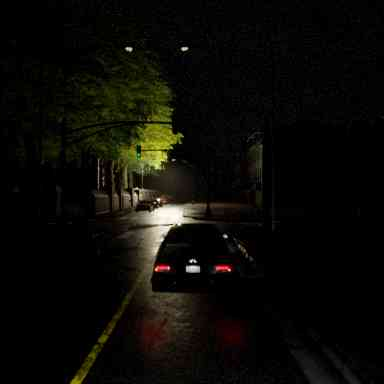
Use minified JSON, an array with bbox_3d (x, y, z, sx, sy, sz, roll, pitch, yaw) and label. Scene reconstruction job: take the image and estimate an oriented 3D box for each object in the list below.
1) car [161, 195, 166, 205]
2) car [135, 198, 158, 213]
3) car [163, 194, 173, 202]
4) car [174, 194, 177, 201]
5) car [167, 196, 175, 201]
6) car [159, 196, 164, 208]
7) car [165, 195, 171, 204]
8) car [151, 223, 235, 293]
[{"bbox_3d":[-5.434,1.626,50.747,1.947,1.339,4.313,1,0,0],"label":"car"},{"bbox_3d":[-5.398,1.587,38.161,2.008,1.369,4.403,1,0,0],"label":"car"},{"bbox_3d":[-5.512,1.425,67.098,2.192,1.841,5.009,1,0,0],"label":"car"},{"bbox_3d":[-5.598,1.622,83.448,1.967,1.590,4.097,1,0,0],"label":"car"},{"bbox_3d":[-5.626,1.736,88.728,1.752,1.417,4.829,1,0,0],"label":"car"},{"bbox_3d":[-5.406,1.599,45.297,2.008,1.369,4.403,1,0,0],"label":"car"},{"bbox_3d":[-5.490,1.672,61.647,1.802,1.307,4.206,1,0,0],"label":"car"},{"bbox_3d":[0.046,1.552,9.006,2.033,1.411,5.357,0,0,1],"label":"car"}]
